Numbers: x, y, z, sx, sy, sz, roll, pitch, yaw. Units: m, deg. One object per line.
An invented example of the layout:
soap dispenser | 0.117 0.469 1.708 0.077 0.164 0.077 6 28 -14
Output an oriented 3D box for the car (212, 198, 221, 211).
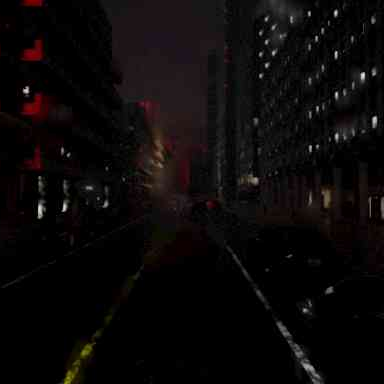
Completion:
car | 2.704 1.639 42.690 1.887 1.381 4.507 1 0 0

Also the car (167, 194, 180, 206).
car | -3.063 1.615 57.137 2.128 1.511 4.902 0 0 0

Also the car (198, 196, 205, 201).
car | 2.701 1.770 92.622 1.802 1.307 4.206 1 0 0

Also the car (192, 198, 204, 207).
car | 0.848 1.642 53.167 1.812 1.442 4.674 0 0 0

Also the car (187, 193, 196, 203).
car | -0.002 1.283 72.804 2.150 2.045 5.566 0 0 0

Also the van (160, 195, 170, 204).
van | -5.673 1.489 70.352 1.690 1.788 3.998 1 0 0

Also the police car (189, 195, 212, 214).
police car | 0.899 1.509 37.277 1.930 1.638 5.238 0 0 0

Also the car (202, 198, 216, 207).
car | 2.704 1.662 53.786 1.887 1.381 4.507 1 0 0

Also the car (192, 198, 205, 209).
car | 0.879 1.630 47.168 1.812 1.442 4.674 0 0 0

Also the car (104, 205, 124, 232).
car | -5.676 1.630 20.429 1.802 1.307 4.206 1 0 0

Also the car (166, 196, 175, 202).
car | -5.678 1.729 86.991 2.008 1.369 4.403 1 0 0

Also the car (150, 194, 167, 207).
car | -5.675 1.557 53.710 1.967 1.590 4.097 1 0 0

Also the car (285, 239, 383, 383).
car | 2.706 1.576 3.852 1.947 1.339 4.313 1 0 0

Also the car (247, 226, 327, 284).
car | 2.705 1.589 9.401 1.947 1.339 4.313 1 0 0

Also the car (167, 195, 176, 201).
car | -5.676 1.628 92.539 1.967 1.590 4.097 1 0 0

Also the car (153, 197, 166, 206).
car | -5.677 1.672 59.258 1.887 1.381 4.507 1 0 0

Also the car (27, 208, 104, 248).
car | -5.675 1.587 14.883 2.008 1.369 4.403 1 0 0

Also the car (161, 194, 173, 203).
car | -5.673 1.473 75.898 2.192 1.841 5.009 1 0 0

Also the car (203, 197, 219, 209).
car | 2.706 1.546 48.238 1.967 1.590 4.097 1 0 0

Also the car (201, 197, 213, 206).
car | 2.703 1.672 59.334 1.887 1.381 4.507 1 0 0

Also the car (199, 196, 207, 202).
car | 2.703 1.694 81.695 1.752 1.417 4.829 1 0 0

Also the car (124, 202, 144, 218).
car | -5.675 1.616 31.524 1.887 1.381 4.507 1 0 0

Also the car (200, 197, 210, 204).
car | 2.703 1.699 70.430 2.008 1.369 4.403 1 0 0
